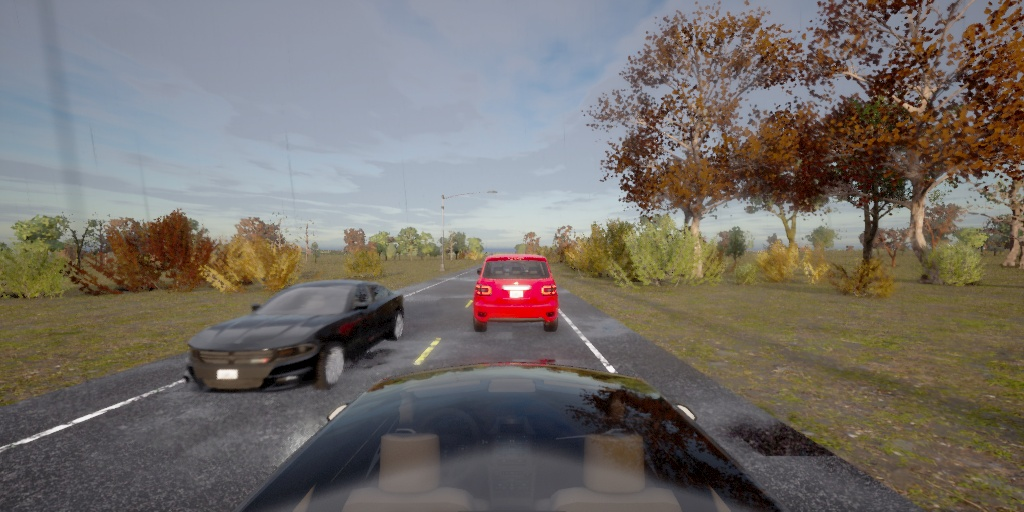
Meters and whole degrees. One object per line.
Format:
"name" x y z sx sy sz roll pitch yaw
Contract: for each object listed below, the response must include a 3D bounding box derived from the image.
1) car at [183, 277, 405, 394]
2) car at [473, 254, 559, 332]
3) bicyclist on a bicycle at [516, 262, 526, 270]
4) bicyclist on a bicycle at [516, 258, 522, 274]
"car" -3.611 1.226 7.043 1.882 1.535 5.008 0 0 0
"car" 0.078 0.968 10.969 2.150 2.045 5.566 0 0 -1
"bicyclist on a bicycle" 0.860 1.110 30.148 0.659 1.776 1.843 0 0 0
"bicyclist on a bicycle" 0.784 1.106 40.161 0.659 1.776 1.843 0 0 0
